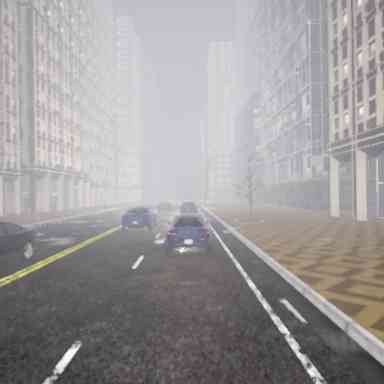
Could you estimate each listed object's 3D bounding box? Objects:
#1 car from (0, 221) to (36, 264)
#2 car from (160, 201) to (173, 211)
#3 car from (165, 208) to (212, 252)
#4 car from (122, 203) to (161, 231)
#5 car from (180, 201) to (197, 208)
[{"bbox_3d":[-6.789,1.668,10.513,1.882,1.535,5.008,-1,0,-1],"label":"car"},{"bbox_3d":[-3.747,1.952,46.827,2.128,1.511,4.902,-1,-1,-1],"label":"car"},{"bbox_3d":[-0.145,1.643,14.344,1.812,1.442,4.674,-1,0,-1],"label":"car"},{"bbox_3d":[-3.477,1.718,22.616,1.882,1.535,5.008,-1,0,-1],"label":"car"},{"bbox_3d":[-0.409,1.813,38.839,1.882,1.535,5.008,-1,0,-1],"label":"car"}]
